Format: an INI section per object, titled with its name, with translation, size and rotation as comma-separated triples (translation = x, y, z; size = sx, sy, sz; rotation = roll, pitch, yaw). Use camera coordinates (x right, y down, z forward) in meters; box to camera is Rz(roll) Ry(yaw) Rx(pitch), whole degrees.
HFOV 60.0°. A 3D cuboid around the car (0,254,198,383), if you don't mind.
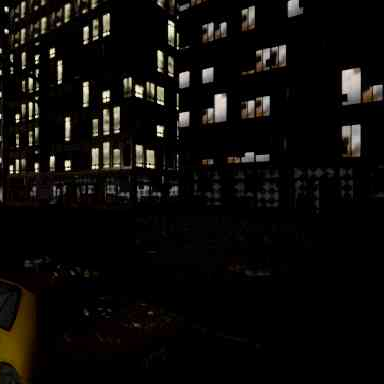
[car]
translation = -2.217, 1.525, 4.451
size = 4.829, 1.417, 1.752
rotation = 0, 0, 35
